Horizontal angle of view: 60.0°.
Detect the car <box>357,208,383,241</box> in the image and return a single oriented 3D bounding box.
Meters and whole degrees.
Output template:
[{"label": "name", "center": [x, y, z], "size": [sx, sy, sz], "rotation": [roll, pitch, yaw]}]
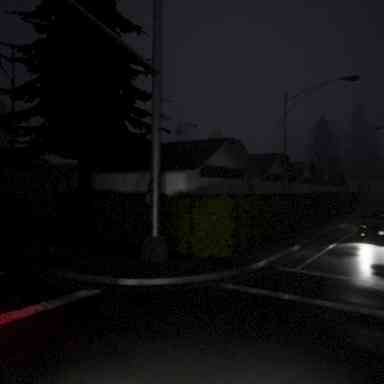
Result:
[{"label": "car", "center": [9.299, 1.586, 16.029], "size": [1.994, 1.385, 4.181], "rotation": [1, 1, 34]}]
